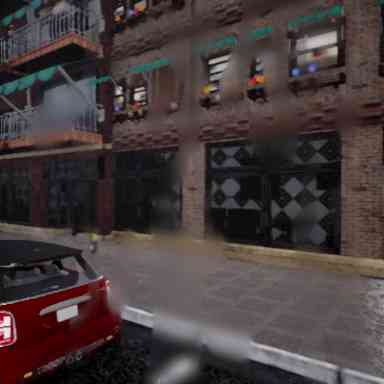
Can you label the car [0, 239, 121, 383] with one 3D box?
[{"bbox_3d":[-3.038,1.447,5.028,4.097,1.590,1.967,0,0,35],"label":"car"}]
